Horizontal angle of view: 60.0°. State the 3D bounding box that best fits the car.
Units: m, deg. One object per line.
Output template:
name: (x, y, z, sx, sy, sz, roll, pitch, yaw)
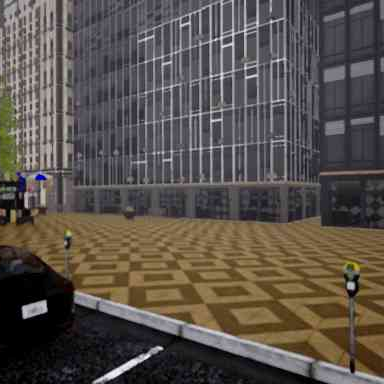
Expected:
car: (-3.742, 1.569, 5.556, 4.313, 1.339, 1.947, 0, 0, 36)
